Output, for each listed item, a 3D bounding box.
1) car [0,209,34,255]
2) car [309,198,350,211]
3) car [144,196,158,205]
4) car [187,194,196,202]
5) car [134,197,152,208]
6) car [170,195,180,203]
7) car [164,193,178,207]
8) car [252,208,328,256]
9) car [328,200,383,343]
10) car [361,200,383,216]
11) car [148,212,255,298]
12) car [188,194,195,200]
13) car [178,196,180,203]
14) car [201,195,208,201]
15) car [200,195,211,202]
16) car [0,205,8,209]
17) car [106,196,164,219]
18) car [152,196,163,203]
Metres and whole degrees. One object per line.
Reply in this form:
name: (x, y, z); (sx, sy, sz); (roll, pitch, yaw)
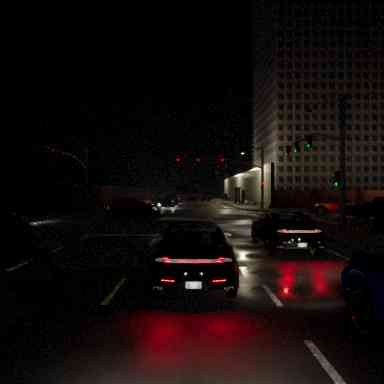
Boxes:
car: (-6.998, 1.526, 11.068); (1.812, 1.442, 4.674); (0, 0, 1)
car: (14.981, 1.407, 35.769); (4.553, 1.767, 2.097); (0, 0, 0)
car: (-7.166, 1.478, 58.604); (1.882, 1.535, 5.008); (0, 0, 0)
car: (-0.115, 1.347, 78.781); (2.097, 1.767, 4.553); (0, 0, 0)
car: (-7.163, 1.478, 49.282); (1.882, 1.535, 5.008); (0, 0, 0)
car: (-3.604, 1.478, 71.135); (1.882, 1.535, 5.008); (0, 0, 0)
car: (-3.661, 1.352, 51.398); (2.097, 1.767, 4.553); (0, 0, 0)
car: (3.562, 1.492, 13.128); (2.128, 1.511, 4.902); (0, 0, 0)
car: (3.595, 1.221, 3.283); (2.150, 2.045, 5.566); (0, 0, 0)
car: (19.366, 1.533, 32.284); (5.008, 1.535, 1.882); (0, 0, 0)
car: (0.044, 1.492, 8.510); (2.128, 1.511, 4.902); (0, 0, 0)
car: (-0.130, 1.328, 89.033); (1.837, 1.490, 4.892); (0, 0, 0)
car: (-3.651, 1.221, 60.987); (2.150, 2.045, 5.566); (0, 0, 0)
car: (3.370, 1.500, 89.134); (1.837, 1.490, 4.892); (0, 0, 0)
car: (3.385, 1.524, 78.828); (1.812, 1.442, 4.674); (0, 0, 0)
car: (-15.039, 1.580, 24.960); (4.674, 1.442, 1.812); (0, 0, 0)
car: (-4.955, 1.378, 28.496); (4.553, 1.767, 2.097); (0, 0, 0)
car: (-7.101, 1.601, 68.767); (1.895, 1.301, 4.718); (0, 0, 0)
